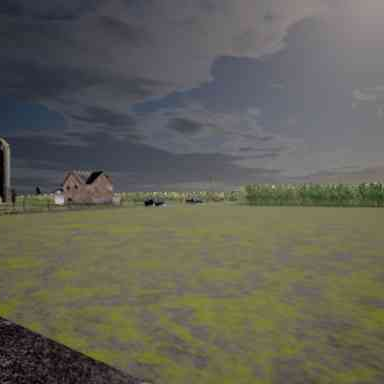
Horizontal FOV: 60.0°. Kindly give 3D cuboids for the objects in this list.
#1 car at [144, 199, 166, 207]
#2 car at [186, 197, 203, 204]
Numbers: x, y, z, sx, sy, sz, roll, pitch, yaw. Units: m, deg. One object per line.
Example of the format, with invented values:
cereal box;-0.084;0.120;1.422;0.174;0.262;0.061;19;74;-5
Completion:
car;-6.848;2.001;62.355;1.837;1.490;4.892;-2;-1;36
car;0.563;1.883;72.594;2.128;1.511;4.902;-2;-1;36
